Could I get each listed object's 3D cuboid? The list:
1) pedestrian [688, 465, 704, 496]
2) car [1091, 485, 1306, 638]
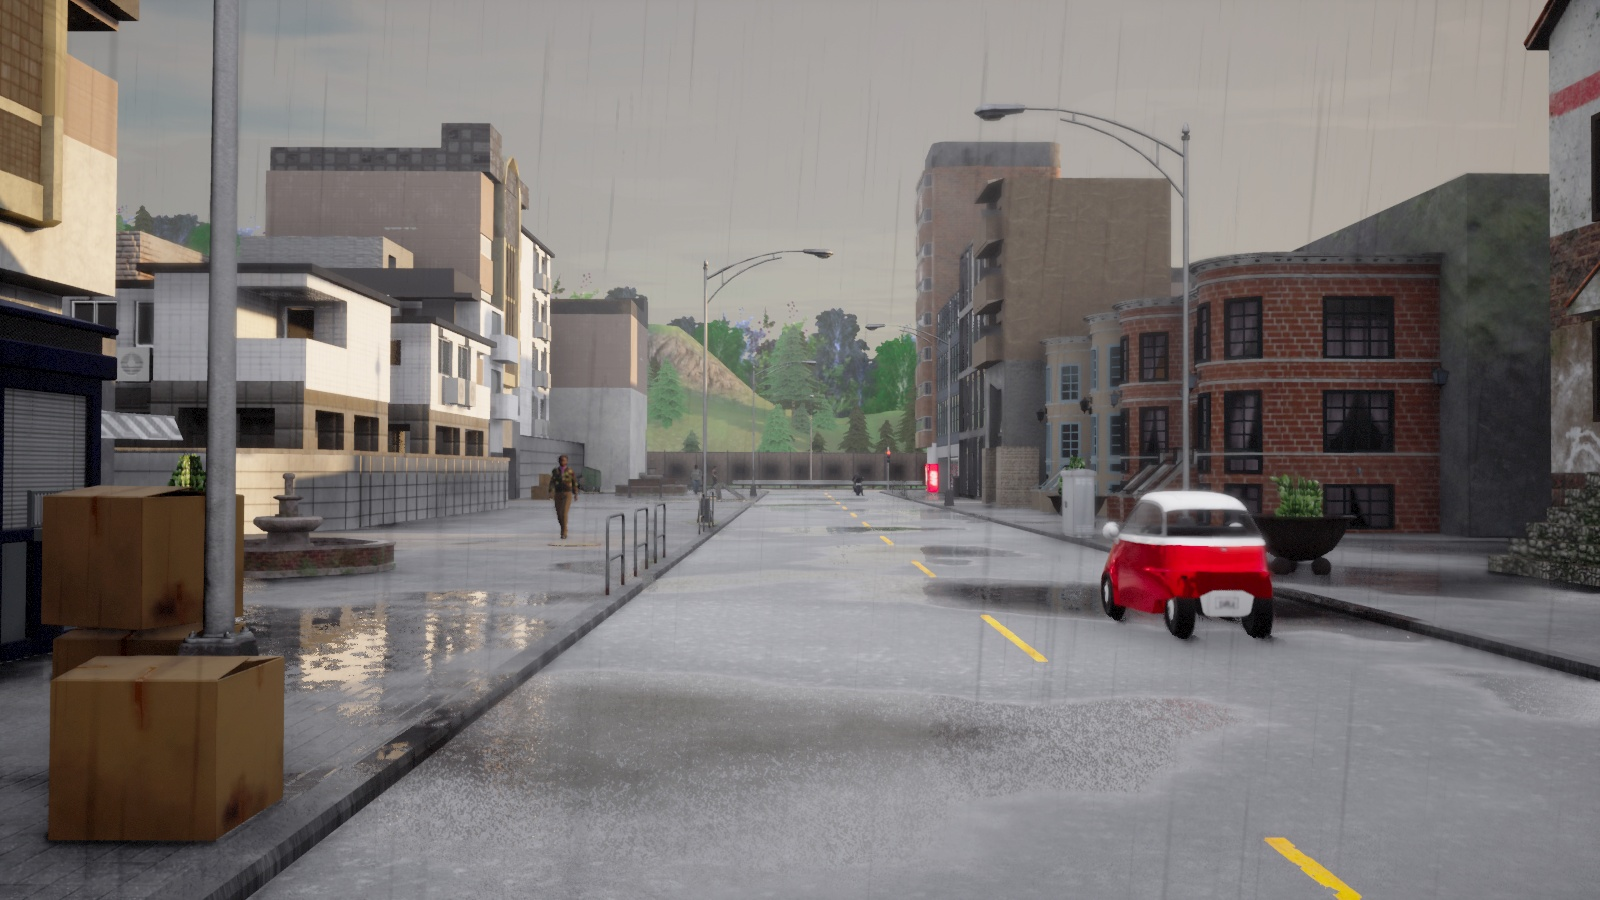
[{"bbox_3d":[-6.174,1.797,74.562,0.874,1.855,0.900,0,-1,-2],"label":"pedestrian"},{"bbox_3d":[3.965,1.068,12.805,1.481,1.376,2.207,0,-1,0],"label":"car"}]
